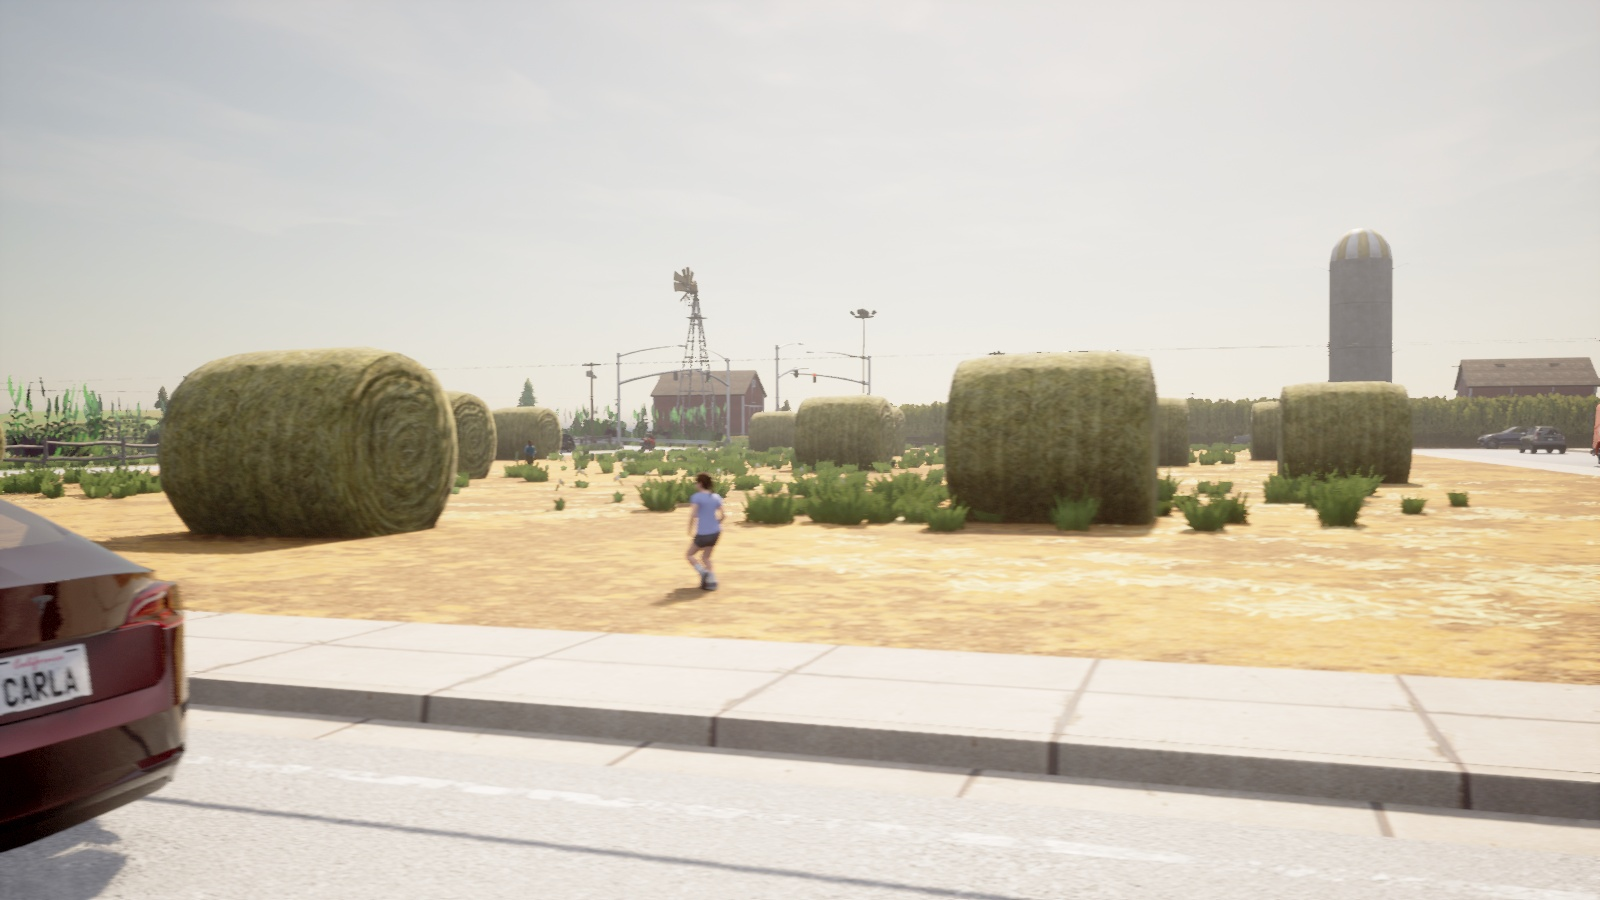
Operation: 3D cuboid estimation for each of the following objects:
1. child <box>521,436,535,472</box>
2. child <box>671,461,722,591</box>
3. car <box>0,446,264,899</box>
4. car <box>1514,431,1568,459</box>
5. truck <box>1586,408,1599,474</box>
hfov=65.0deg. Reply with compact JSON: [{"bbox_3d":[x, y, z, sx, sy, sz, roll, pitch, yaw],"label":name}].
[{"bbox_3d":[-9.154,0.121,42.276,0.343,1.192,0.448,0,1,-28],"label":"child"},{"bbox_3d":[-0.914,0.657,11.071,0.255,1.110,0.394,-1,1,-42],"label":"child"},{"bbox_3d":[-4.776,0.733,4.800,4.792,1.488,2.163,1,1,19],"label":"car"},{"bbox_3d":[43.323,-0.320,73.486,1.851,1.617,3.988,0,1,18],"label":"car"},{"bbox_3d":[30.847,-0.305,45.658,2.627,2.467,5.204,0,1,18],"label":"truck"}]
